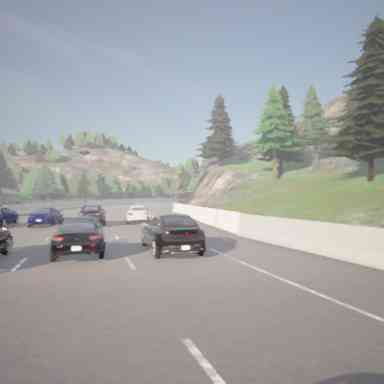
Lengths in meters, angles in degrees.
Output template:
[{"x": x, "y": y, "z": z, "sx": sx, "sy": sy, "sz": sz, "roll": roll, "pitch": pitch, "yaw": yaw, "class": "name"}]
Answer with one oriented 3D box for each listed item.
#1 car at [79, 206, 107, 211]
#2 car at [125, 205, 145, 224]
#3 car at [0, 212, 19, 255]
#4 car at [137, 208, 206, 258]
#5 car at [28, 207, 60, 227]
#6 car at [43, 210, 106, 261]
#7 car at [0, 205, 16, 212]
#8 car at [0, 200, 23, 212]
[{"x": -7.790, "y": 1.811, "z": 25.975, "sx": 2.128, "sy": 1.511, "sz": 4.902, "roll": -1, "pitch": 0, "yaw": -12, "class": "car"}, {"x": -4.535, "y": 1.823, "z": 27.499, "sx": 1.812, "sy": 1.442, "sz": 4.674, "roll": -1, "pitch": 0, "yaw": -12, "class": "car"}, {"x": -7.535, "y": 1.674, "z": 11.268, "sx": 2.128, "sy": 1.511, "sz": 4.902, "roll": 0, "pitch": 0, "yaw": -16, "class": "car"}, {"x": -0.898, "y": 1.638, "z": 13.500, "sx": 1.837, "sy": 1.490, "sz": 4.892, "roll": 0, "pitch": 0, "yaw": -16, "class": "car"}, {"x": -11.322, "y": 1.880, "z": 25.771, "sx": 1.812, "sy": 1.442, "sz": 4.674, "roll": -1, "pitch": 0, "yaw": -12, "class": "car"}, {"x": -4.402, "y": 1.690, "z": 13.030, "sx": 1.812, "sy": 1.442, "sz": 4.674, "roll": 0, "pitch": 0, "yaw": -16, "class": "car"}, {"x": -14.829, "y": 1.867, "z": 25.452, "sx": 1.882, "sy": 1.535, "sz": 5.008, "roll": -1, "pitch": 0, "yaw": -12, "class": "car"}, {"x": -29.451, "y": 2.155, "z": 53.704, "sx": 2.097, "sy": 1.767, "sz": 4.553, "roll": -1, "pitch": -1, "yaw": -3, "class": "car"}]
